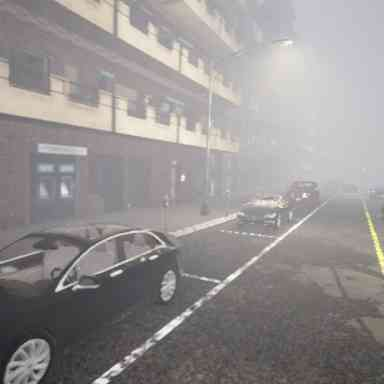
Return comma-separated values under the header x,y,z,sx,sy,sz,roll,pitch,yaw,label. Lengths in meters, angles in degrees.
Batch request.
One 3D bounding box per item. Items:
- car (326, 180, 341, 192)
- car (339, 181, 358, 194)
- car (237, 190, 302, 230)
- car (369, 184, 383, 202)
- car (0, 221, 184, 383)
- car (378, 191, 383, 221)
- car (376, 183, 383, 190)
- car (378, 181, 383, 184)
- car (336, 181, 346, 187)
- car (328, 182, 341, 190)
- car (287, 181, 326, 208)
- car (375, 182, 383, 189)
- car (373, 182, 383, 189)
x,y,z,sx,sy,sz,roll,pitch,yaw,label
20.684,-0.715,49.788,2.008,1.369,4.403,3,4,26,car
23.035,-0.521,48.465,1.994,1.385,4.181,4,4,26,car
3.321,0.747,14.658,2.008,1.369,4.403,3,4,26,car
18.814,0.267,32.988,1.994,1.385,4.181,4,4,26,car
-1.640,1.166,4.621,2.008,1.369,4.403,3,4,26,car
10.803,0.936,16.874,1.994,1.385,4.181,4,4,27,car
40.579,-1.211,71.168,2.008,1.369,4.403,3,4,26,car
33.141,-0.697,56.107,1.967,1.590,4.097,3,4,26,car
38.046,-2.157,84.920,1.947,1.339,4.313,3,4,26,car
25.644,-1.100,59.827,1.802,1.307,4.206,3,4,26,car
8.289,0.094,24.682,2.192,1.841,5.009,3,4,26,car
43.059,-1.425,76.187,1.887,1.381,4.507,3,4,26,car
45.539,-1.612,81.207,1.947,1.339,4.313,3,4,26,car
